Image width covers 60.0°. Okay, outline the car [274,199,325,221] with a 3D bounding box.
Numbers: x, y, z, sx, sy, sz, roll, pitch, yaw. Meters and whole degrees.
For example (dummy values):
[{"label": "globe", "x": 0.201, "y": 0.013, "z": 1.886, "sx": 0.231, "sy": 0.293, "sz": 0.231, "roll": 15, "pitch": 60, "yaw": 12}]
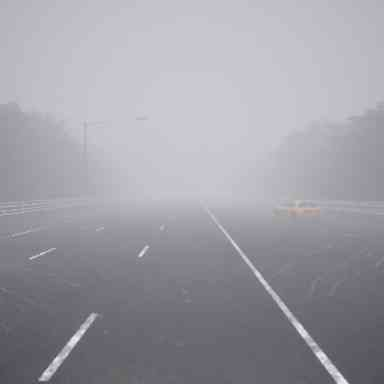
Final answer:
[{"label": "car", "x": 8.017, "y": 1.313, "z": 25.490, "sx": 1.801, "sy": 1.575, "sz": 5.366, "roll": 0, "pitch": 1, "yaw": -10}]
